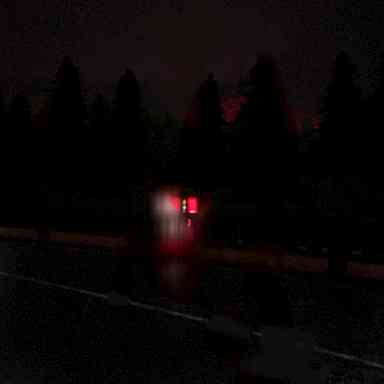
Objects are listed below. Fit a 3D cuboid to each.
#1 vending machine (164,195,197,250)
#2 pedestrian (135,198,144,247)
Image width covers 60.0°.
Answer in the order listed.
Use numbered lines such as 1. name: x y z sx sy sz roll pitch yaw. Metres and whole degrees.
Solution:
1. vending machine: -0.438 1.195 13.472 0.880 2.100 1.100 0 0 31
2. pedestrian: -1.962 1.141 12.684 0.375 1.860 0.375 0 0 31
